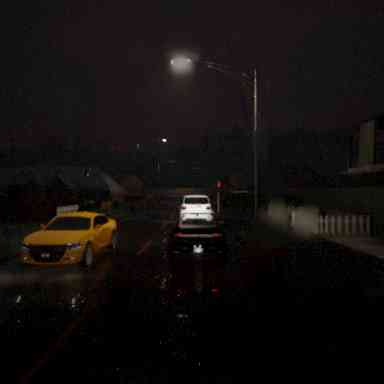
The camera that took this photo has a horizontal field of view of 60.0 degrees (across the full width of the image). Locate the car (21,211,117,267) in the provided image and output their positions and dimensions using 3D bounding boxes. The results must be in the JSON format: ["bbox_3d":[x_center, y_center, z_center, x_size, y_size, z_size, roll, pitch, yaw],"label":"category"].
[{"bbox_3d":[-3.983,1.462,11.581,1.882,1.535,5.008,0,0,1],"label":"car"}]

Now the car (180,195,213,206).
[{"bbox_3d":[0.295,1.190,23.793,2.150,2.045,5.566,0,0,0],"label":"car"}]

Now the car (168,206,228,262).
[{"bbox_3d":[0.198,1.475,12.050,2.128,1.511,4.902,0,0,0],"label":"car"}]
